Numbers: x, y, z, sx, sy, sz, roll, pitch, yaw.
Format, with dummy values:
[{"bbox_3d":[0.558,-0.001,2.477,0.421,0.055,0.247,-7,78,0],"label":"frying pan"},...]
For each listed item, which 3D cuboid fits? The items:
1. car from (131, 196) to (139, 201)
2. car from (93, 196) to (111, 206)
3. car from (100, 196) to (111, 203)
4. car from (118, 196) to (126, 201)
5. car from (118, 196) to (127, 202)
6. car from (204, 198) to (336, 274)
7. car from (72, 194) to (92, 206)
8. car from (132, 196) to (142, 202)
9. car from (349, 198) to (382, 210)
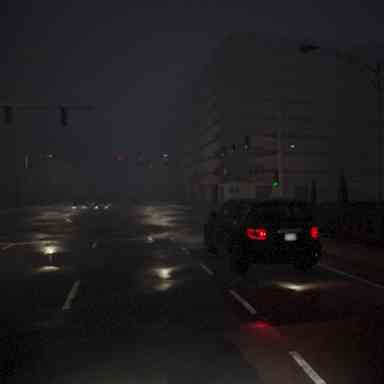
[{"bbox_3d":[-15.117,1.684,88.648,1.895,1.301,4.718,0,0,-12],"label":"car"},{"bbox_3d":[-15.371,1.573,56.946,1.882,1.535,5.008,0,0,-12],"label":"car"},{"bbox_3d":[-18.679,1.641,72.222,2.128,1.511,4.902,0,0,-12],"label":"car"},{"bbox_3d":[-18.529,1.662,87.868,1.994,1.385,4.181,0,0,-12],"label":"car"},{"bbox_3d":[-16.319,1.622,77.797,1.812,1.442,4.674,0,0,-12],"label":"car"},{"bbox_3d":[1.935,1.208,10.784,2.150,2.045,5.566,0,0,-10],"label":"car"},{"bbox_3d":[-18.763,1.337,56.098,2.150,2.045,5.566,0,0,-12],"label":"car"},{"bbox_3d":[-12.986,1.630,78.935,1.994,1.385,4.181,0,0,-12],"label":"car"},{"bbox_3d":[18.493,1.441,35.459,4.892,1.490,1.837,0,0,-13],"label":"car"}]
